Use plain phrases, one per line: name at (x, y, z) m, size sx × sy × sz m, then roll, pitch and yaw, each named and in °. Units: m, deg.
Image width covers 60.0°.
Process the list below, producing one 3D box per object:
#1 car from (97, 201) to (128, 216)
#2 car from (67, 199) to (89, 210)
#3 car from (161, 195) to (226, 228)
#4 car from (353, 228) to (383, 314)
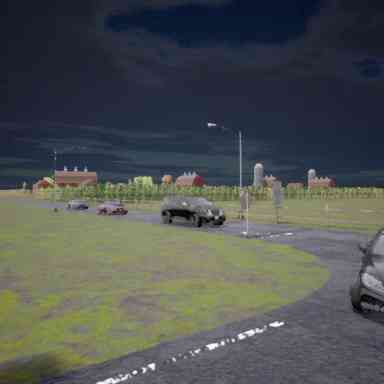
car at (-8.214, 1.641, 34.254) m, size 1.994 × 1.385 × 4.181 m, roll -1°, pitch 0°, yaw -36°
car at (-15.160, 1.658, 44.079) m, size 1.994 × 1.385 × 4.181 m, roll -1°, pitch 1°, yaw -35°
car at (-0.081, 1.278, 23.149) m, size 2.150 × 2.045 × 5.566 m, roll -1°, pitch 0°, yaw -37°
car at (4.704, 1.534, 7.163) m, size 1.812 × 1.442 × 4.674 m, roll 1°, pitch 1°, yaw 30°
